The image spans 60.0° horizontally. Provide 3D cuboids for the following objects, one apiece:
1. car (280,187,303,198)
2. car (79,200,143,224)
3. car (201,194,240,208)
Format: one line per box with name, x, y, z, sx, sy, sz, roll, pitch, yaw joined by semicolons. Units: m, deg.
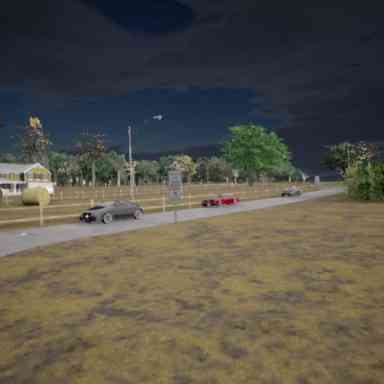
car;14.833;0.027;49.276;2.033;1.411;5.357;-2;1;36
car;-5.115;1.216;21.476;1.994;1.385;4.181;-2;1;36
car;2.822;0.837;32.599;1.895;1.301;4.718;-2;1;36
